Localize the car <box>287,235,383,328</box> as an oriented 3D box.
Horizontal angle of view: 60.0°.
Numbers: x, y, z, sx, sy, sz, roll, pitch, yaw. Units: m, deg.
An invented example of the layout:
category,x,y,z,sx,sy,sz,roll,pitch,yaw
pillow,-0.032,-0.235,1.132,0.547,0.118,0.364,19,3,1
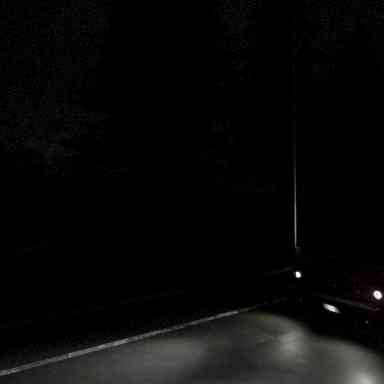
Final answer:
category,x,y,z,sx,sy,sz,roll,pitch,yaw
car,4.129,1.601,6.697,4.718,1.301,1.895,0,0,-33
